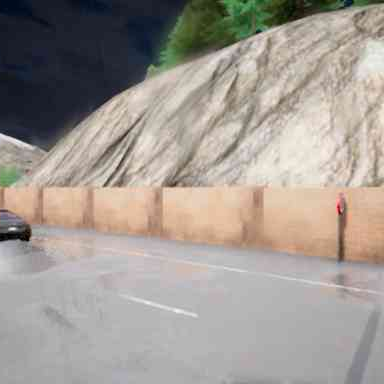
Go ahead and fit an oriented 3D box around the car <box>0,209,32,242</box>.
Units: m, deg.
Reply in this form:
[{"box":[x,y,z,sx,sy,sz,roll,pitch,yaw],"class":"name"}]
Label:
[{"box":[-8.893,1.447,14.632,4.181,1.385,1.994,1,0,35],"class":"car"}]
